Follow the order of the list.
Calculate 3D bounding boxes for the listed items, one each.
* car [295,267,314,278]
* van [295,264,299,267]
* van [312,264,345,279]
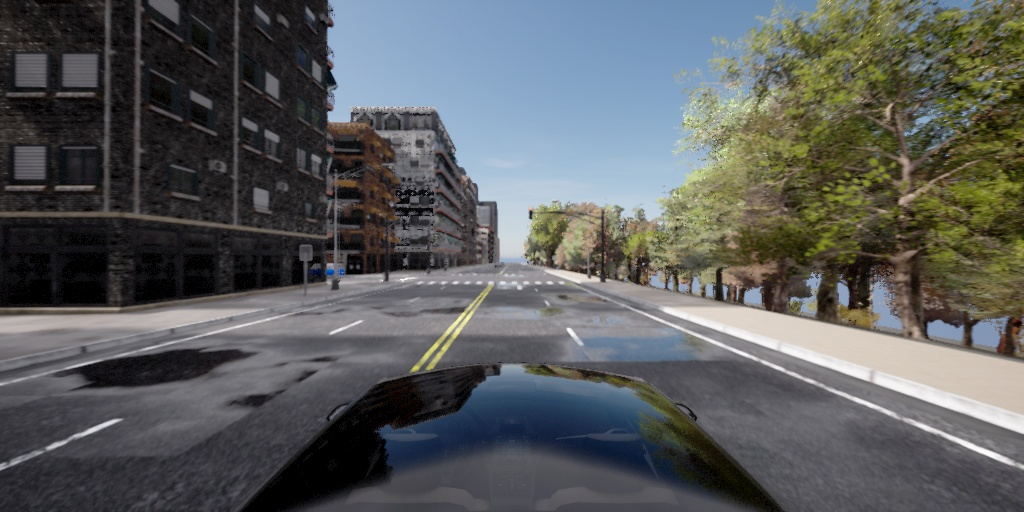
[{"bbox_3d":[-22.653,2.021,35.852,4.207,1.307,1.802,0,0,-1],"label":"car"},{"bbox_3d":[-28.346,1.919,44.118,3.998,1.789,1.690,0,0,-1],"label":"van"},{"bbox_3d":[-22.745,1.846,44.199,3.998,1.789,1.690,0,0,-1],"label":"van"}]
